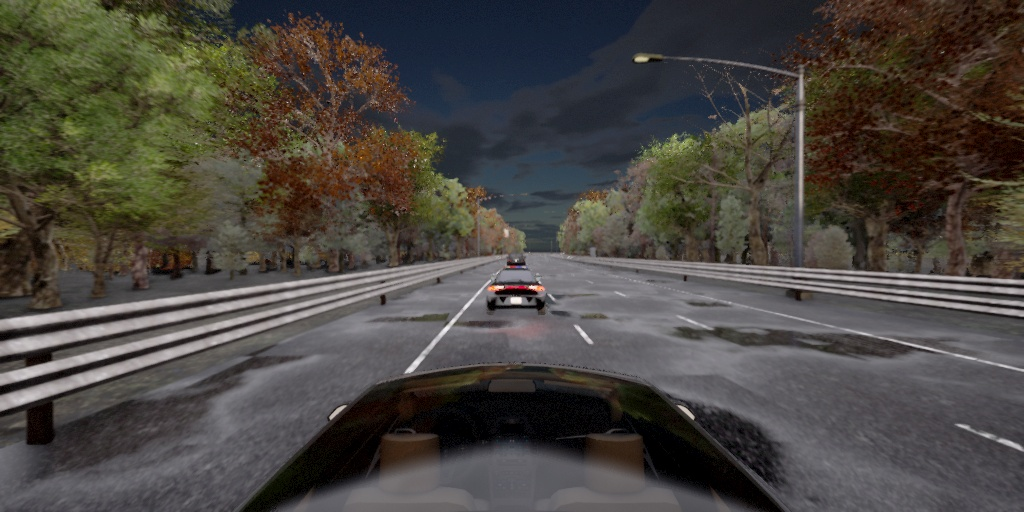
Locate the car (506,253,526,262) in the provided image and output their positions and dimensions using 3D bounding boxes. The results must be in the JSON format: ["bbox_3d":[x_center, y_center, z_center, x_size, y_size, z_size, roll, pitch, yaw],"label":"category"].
[{"bbox_3d":[0.504,0.616,42.732,2.150,2.045,5.566,0,1,1],"label":"car"}]

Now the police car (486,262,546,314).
[{"bbox_3d":[0.140,1.154,13.349,2.038,1.542,4.974,0,0,0],"label":"police car"}]
